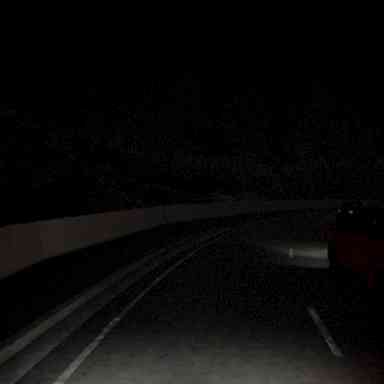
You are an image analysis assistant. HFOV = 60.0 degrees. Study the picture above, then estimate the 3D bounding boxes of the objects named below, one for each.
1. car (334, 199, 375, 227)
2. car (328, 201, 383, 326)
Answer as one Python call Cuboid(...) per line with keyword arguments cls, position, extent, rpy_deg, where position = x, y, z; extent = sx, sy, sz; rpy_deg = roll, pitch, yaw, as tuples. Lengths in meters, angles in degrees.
Cuboid(cls="car", position=(12.256, 1.459, 24.883), extent=(2.097, 1.767, 4.553), rpy_deg=(0, 0, 34))
Cuboid(cls="car", position=(4.515, 1.258, 7.003), extent=(2.150, 2.045, 5.566), rpy_deg=(0, 0, 10))
